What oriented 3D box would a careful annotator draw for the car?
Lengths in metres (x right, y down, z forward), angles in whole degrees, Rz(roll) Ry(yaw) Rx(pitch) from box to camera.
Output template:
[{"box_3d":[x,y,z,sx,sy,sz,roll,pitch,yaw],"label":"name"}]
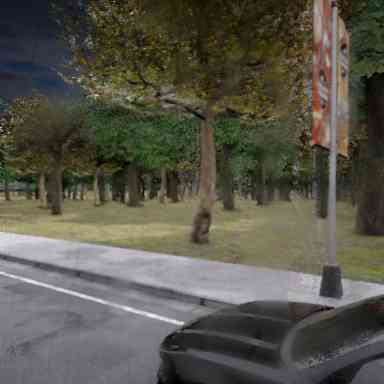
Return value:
[{"box_3d":[1.951,1.477,2.293,5.008,1.535,1.882,0,0,35],"label":"car"}]
